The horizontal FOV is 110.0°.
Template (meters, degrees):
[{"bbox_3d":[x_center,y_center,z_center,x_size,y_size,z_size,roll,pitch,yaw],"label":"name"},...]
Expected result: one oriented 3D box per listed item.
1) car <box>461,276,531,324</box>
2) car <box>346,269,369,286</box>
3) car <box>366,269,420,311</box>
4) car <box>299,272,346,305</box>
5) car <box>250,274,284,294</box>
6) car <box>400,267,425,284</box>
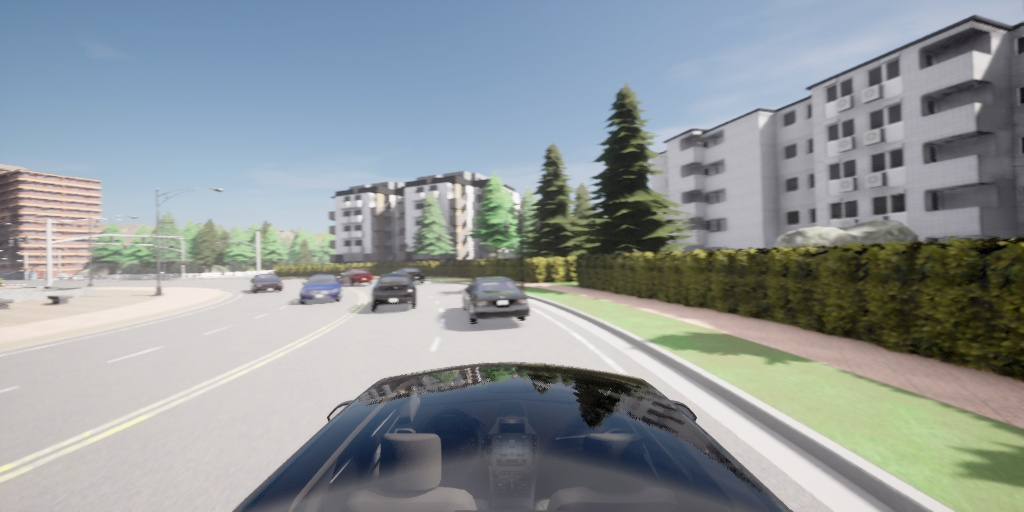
[{"bbox_3d":[-0.741,1.421,12.746,2.033,1.411,5.357,-2,-1,-11],"label":"car"},{"bbox_3d":[-14.615,1.949,33.530,1.882,1.535,5.008,-1,-1,-40],"label":"car"},{"bbox_3d":[-5.354,1.549,16.550,1.837,1.490,4.892,-1,-1,-16],"label":"car"},{"bbox_3d":[-10.284,1.741,19.590,1.812,1.442,4.674,-1,-1,-23],"label":"car"},{"bbox_3d":[-19.222,2.102,28.033,2.033,1.411,5.357,-1,-1,-40],"label":"car"},{"bbox_3d":[-9.572,1.795,32.776,1.882,1.535,5.008,-1,-1,-35],"label":"car"}]
